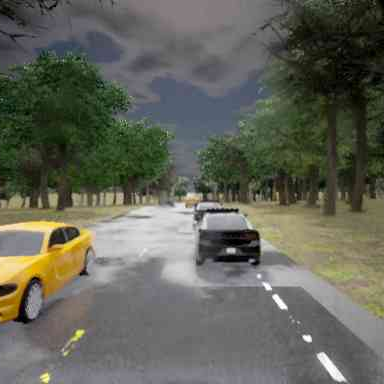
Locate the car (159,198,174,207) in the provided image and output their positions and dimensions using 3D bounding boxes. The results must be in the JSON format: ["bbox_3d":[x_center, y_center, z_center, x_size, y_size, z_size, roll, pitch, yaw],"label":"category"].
[{"bbox_3d":[-3.597,1.503,47.295,1.895,1.301,4.718,0,0,0],"label":"car"}]

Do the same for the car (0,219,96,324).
[{"bbox_3d":[-3.601,1.427,7.253,1.882,1.535,5.008,0,0,0],"label":"car"}]

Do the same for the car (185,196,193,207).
[{"bbox_3d":[0.028,1.388,48.540,1.882,1.535,5.008,0,-1,1],"label":"car"}]

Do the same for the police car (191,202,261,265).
[{"bbox_3d":[1.048,1.354,11.481,1.930,1.638,5.238,0,0,0],"label":"police car"}]

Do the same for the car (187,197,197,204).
[{"bbox_3d":[-0.012,1.702,63.903,1.895,1.301,4.718,0,-1,0],"label":"car"}]

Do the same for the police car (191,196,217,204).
[{"bbox_3d":[1.046,1.323,21.483,1.930,1.638,5.238,0,0,0],"label":"police car"}]

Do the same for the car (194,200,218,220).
[{"bbox_3d":[1.045,1.415,27.374,1.812,1.442,4.674,0,0,0],"label":"car"}]
